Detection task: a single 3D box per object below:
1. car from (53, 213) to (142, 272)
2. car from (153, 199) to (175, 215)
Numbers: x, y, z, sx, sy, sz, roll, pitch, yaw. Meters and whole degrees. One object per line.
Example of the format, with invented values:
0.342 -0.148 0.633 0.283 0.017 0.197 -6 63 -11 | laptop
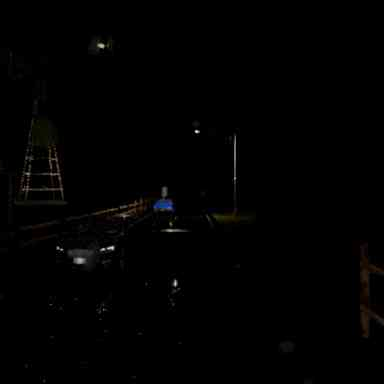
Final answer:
-2.824 1.473 10.845 2.128 1.511 4.902 0 0 0 | car
-2.751 1.420 33.421 1.882 1.535 5.008 0 0 0 | car
